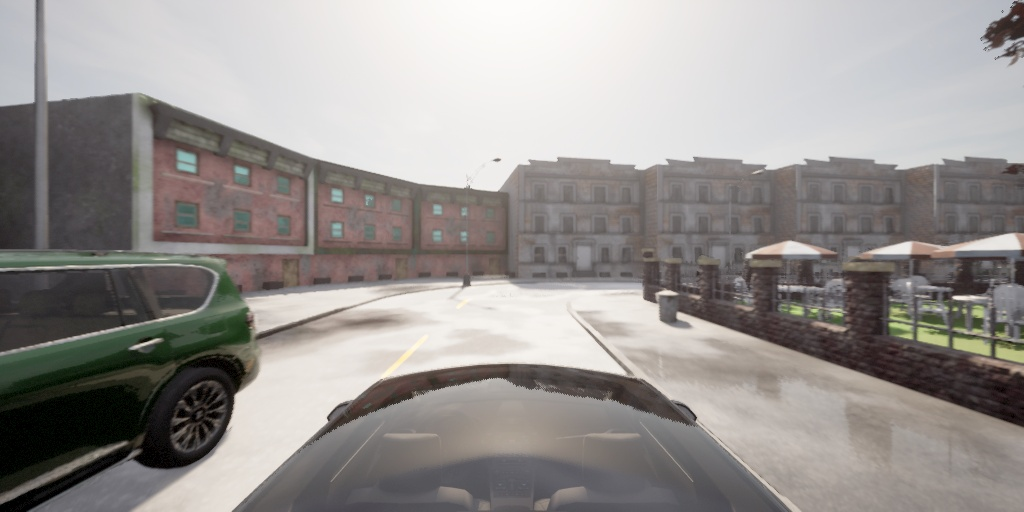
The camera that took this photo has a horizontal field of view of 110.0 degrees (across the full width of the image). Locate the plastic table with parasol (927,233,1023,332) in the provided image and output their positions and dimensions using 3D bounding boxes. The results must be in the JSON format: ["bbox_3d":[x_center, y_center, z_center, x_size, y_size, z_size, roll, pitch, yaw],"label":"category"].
[{"bbox_3d":[11.664,0.704,8.354,2.482,2.480,2.482,0,0,-40],"label":"plastic table with parasol"}]

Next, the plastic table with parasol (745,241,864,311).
[{"bbox_3d":[9.259,0.736,12.001,2.482,2.480,2.482,0,0,0],"label":"plastic table with parasol"}]

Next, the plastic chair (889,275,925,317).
[{"bbox_3d":[12.577,1.340,11.479,0.730,1.272,0.750,0,0,-40],"label":"plastic chair"}]

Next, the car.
[{"bbox_3d":[-4.078,0.972,1.967,2.150,2.045,5.566,0,0,0],"label":"car"}]

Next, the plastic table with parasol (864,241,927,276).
[{"bbox_3d":[13.609,0.736,12.223,2.482,2.480,2.482,0,0,-40],"label":"plastic table with parasol"}]

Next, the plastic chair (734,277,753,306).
[{"bbox_3d":[7.998,1.340,12.092,0.730,1.272,0.750,0,0,0],"label":"plastic chair"}]

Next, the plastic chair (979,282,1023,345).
[{"bbox_3d":[10.643,1.274,7.639,0.730,1.272,0.750,0,0,-39],"label":"plastic chair"}]

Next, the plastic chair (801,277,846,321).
[{"bbox_3d":[9.330,1.339,10.674,0.750,1.272,0.730,0,0,5],"label":"plastic chair"}]

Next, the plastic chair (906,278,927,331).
[{"bbox_3d":[10.930,1.317,9.374,0.750,1.272,0.730,0,0,-40],"label":"plastic chair"}]
